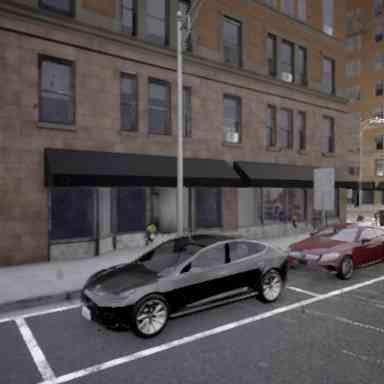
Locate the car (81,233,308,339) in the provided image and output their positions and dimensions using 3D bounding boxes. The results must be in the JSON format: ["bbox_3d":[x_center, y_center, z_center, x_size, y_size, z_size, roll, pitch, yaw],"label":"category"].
[{"bbox_3d":[0.084,1.558,6.594,4.313,1.339,1.947,0,0,-35],"label":"car"}]

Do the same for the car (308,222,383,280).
[{"bbox_3d":[4.562,1.564,9.789,4.206,1.307,1.802,0,0,-35],"label":"car"}]
